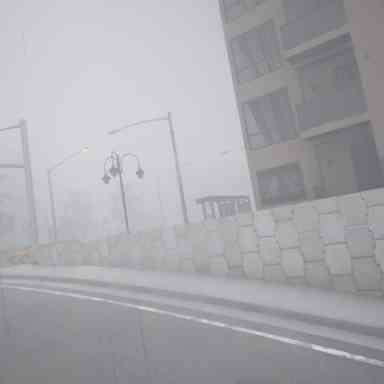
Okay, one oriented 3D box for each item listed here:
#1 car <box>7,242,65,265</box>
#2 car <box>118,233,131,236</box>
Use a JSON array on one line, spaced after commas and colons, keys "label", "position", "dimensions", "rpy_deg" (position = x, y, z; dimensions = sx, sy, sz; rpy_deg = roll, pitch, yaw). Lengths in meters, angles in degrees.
[{"label": "car", "position": [-13.686, 5.357, 29.560], "dimensions": [1.882, 1.535, 5.008], "rpy_deg": [-14, -8, 35]}, {"label": "car", "position": [-7.844, 5.450, 37.491], "dimensions": [1.895, 1.301, 4.718], "rpy_deg": [-14, -8, 35]}]
